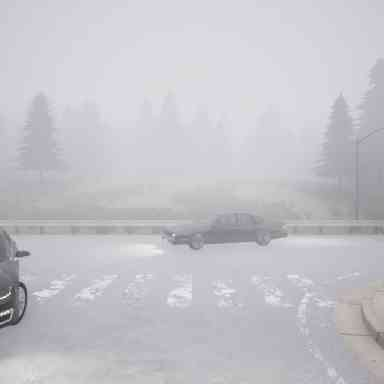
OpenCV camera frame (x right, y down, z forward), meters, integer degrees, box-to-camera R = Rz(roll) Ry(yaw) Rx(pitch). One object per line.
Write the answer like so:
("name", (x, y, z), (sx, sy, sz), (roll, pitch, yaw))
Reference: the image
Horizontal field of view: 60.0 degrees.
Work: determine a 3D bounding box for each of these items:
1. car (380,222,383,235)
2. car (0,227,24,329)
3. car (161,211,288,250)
("car", (11.236, 1.491, 15.111), (4.902, 1.511, 2.128), (0, 0, 0))
("car", (-4.458, 1.505, 6.589), (1.837, 1.490, 4.892), (0, 0, -28))
("car", (1.457, 1.547, 14.231), (5.357, 1.411, 2.033), (0, 0, -20))
